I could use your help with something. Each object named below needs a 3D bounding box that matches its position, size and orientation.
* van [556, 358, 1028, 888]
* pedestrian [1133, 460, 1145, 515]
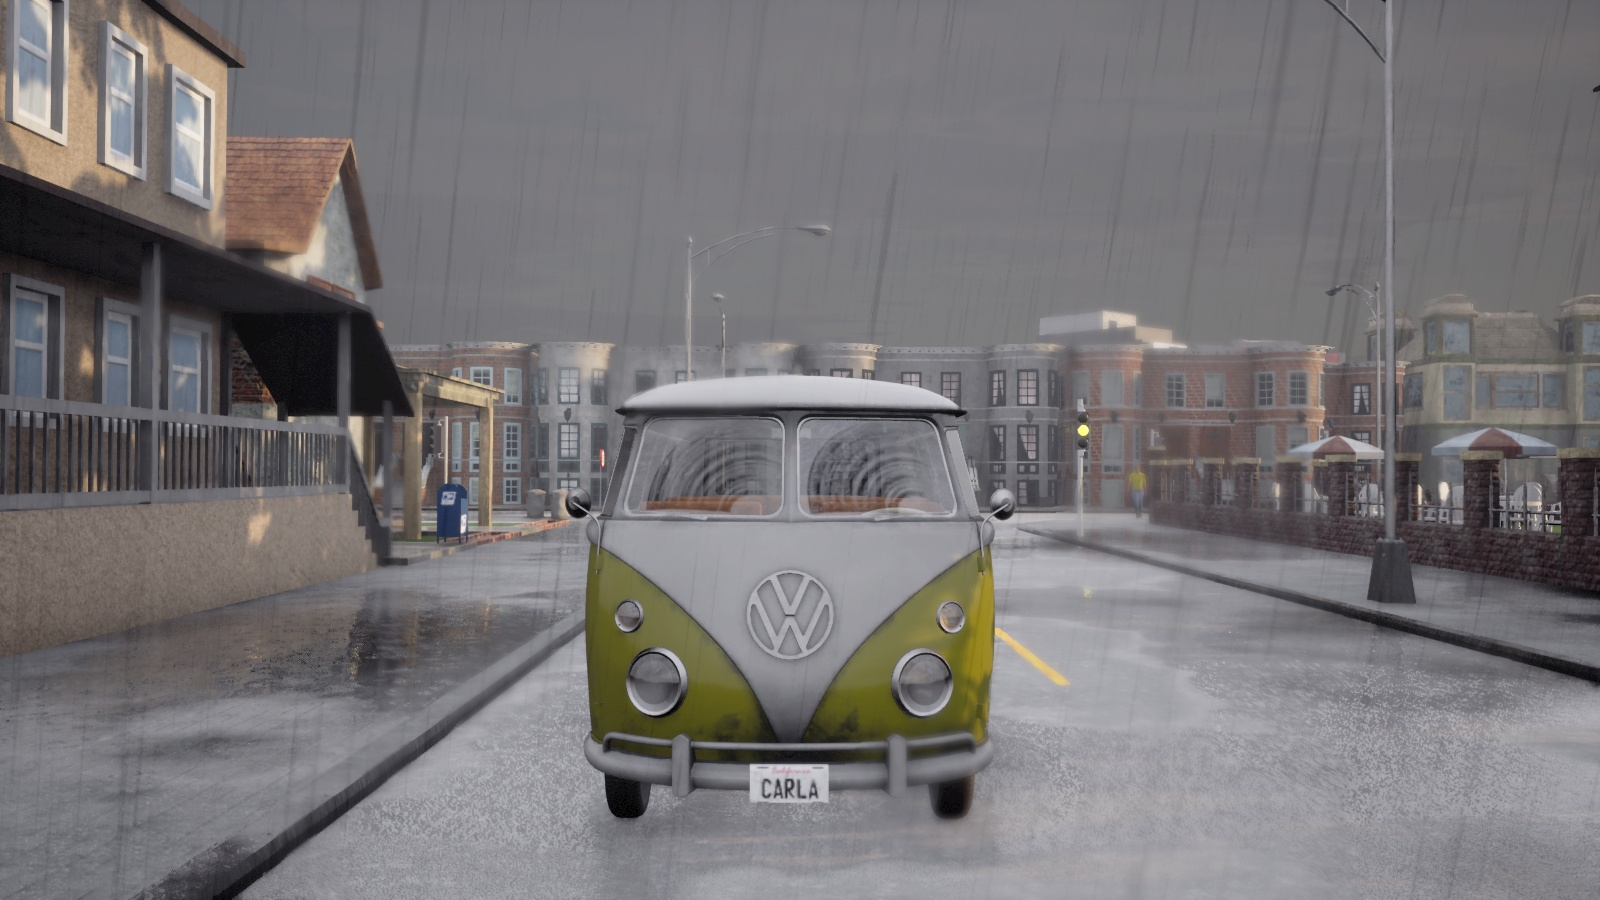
[{"bbox_3d":[-0.043,0.684,6.958,1.775,1.987,4.442,0,-1,0],"label":"van"},{"bbox_3d":[11.442,1.276,42.419,0.354,1.836,0.706,-1,-1,16],"label":"pedestrian"}]
